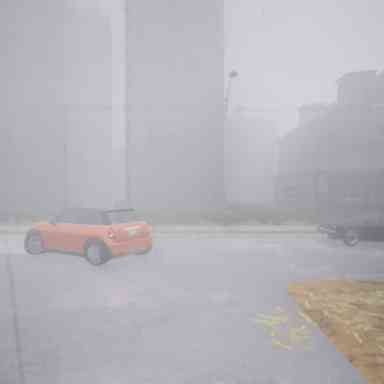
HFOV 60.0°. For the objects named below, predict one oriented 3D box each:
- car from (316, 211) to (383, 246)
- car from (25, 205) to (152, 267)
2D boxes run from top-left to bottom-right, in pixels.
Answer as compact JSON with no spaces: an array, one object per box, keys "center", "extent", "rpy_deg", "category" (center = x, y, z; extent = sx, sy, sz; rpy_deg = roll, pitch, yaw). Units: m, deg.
[{"center":[7.822,1.475,13.983],"extent":[4.718,1.301,1.895],"rpy_deg":[0,1,0],"category":"car"},{"center":[-3.598,1.251,11.288],"extent":[4.553,1.767,2.097],"rpy_deg":[0,1,33],"category":"car"}]
